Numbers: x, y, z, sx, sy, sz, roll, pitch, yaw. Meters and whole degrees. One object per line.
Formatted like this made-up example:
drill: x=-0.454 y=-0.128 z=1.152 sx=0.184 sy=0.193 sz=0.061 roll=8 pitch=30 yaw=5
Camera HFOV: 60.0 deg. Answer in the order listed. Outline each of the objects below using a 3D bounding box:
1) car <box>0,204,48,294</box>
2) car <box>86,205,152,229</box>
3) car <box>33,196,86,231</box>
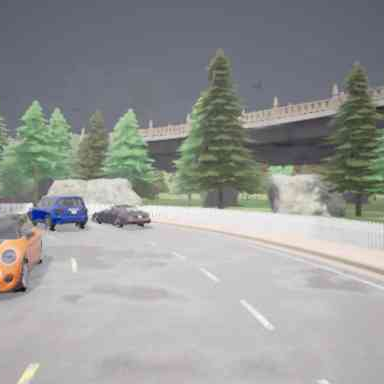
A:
car: x=-5.215 y=1.382 z=8.651 sx=2.097 sy=1.767 sz=4.553 roll=0 pitch=0 yaw=-18
car: x=-4.815 y=1.582 z=22.250 sx=2.033 sy=1.411 sz=5.357 roll=0 pitch=0 yaw=-41
car: x=-8.677 y=1.276 z=21.324 sx=2.150 sy=2.045 sz=5.566 roll=0 pitch=0 yaw=-43
